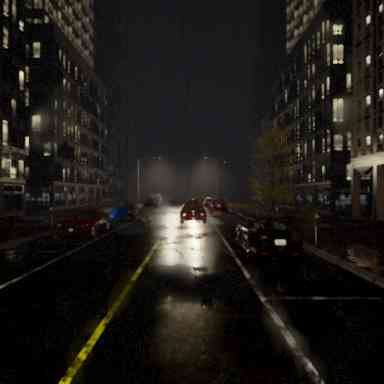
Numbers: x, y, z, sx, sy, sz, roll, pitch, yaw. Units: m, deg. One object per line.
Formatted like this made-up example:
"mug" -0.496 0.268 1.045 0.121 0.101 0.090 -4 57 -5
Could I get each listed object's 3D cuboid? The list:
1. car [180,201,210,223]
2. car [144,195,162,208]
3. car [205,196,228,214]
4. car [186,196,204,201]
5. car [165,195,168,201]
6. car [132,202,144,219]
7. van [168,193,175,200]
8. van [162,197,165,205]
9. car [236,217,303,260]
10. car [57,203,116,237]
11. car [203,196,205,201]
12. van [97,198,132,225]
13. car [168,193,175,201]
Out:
"car" 0.094 1.593 25.248 1.895 1.301 4.718 0 0 0
"car" -5.699 1.419 46.352 1.967 1.590 4.097 0 0 0
"car" 2.685 1.427 34.956 1.967 1.590 4.097 0 0 0
"car" 0.089 1.545 42.228 1.994 1.385 4.181 0 0 0
"car" -5.702 1.536 57.738 1.947 1.339 4.313 0 0 0
"car" -5.695 1.572 29.277 1.802 1.307 4.206 0 0 0
"van" -5.710 1.281 91.890 1.690 1.788 3.998 0 0 0
"van" -5.699 1.316 52.045 1.690 1.788 3.998 0 0 0
"car" 2.690 1.563 12.189 1.947 1.339 4.313 0 0 0
"car" -5.692 1.540 17.892 1.887 1.381 4.507 0 0 0
"car" 2.681 1.561 46.340 1.802 1.307 4.206 0 0 0
"van" -5.693 1.334 23.584 1.690 1.788 3.998 0 0 0
"car" -5.708 1.476 80.335 1.752 1.417 4.829 0 0 0
